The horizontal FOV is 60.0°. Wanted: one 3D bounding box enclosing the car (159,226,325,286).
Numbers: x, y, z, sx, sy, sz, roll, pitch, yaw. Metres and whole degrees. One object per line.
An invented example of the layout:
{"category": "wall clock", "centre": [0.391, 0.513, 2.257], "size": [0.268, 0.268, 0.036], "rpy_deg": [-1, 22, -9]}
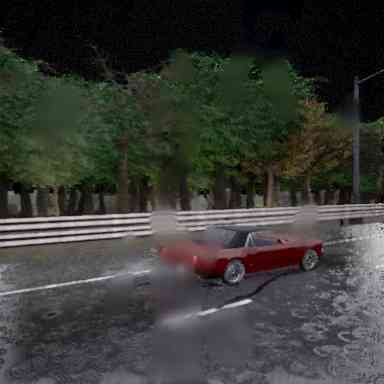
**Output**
{"category": "car", "centre": [1.568, 1.584, 9.168], "size": [4.718, 1.301, 1.895], "rpy_deg": [1, -1, -36]}
